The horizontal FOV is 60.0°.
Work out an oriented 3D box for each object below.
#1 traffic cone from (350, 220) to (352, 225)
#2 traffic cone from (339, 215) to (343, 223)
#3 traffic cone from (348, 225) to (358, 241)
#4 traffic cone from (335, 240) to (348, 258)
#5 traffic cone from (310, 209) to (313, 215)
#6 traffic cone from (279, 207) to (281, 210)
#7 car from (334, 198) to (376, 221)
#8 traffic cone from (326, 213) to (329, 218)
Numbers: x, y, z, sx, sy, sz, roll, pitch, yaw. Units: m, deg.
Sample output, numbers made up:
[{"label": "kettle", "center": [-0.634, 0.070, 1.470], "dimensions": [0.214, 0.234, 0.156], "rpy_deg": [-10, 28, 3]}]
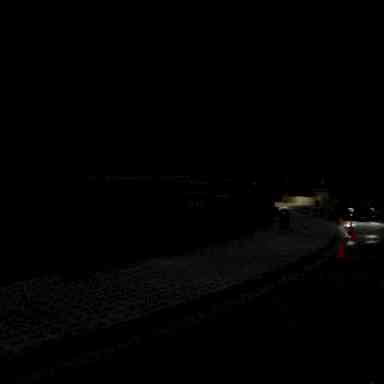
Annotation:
[{"label": "traffic cone", "center": [9.603, 2.000, 20.089], "dimensions": [0.340, 0.580, 0.340], "rpy_deg": [0, 0, 21]}, {"label": "traffic cone", "center": [10.999, 2.007, 24.590], "dimensions": [0.340, 0.580, 0.340], "rpy_deg": [0, 0, 14]}, {"label": "traffic cone", "center": [7.698, 1.997, 15.780], "dimensions": [0.340, 0.580, 0.340], "rpy_deg": [0, 0, 27]}, {"label": "traffic cone", "center": [5.272, 1.995, 11.736], "dimensions": [0.340, 0.580, 0.340], "rpy_deg": [-1, 0, 40]}, {"label": "traffic cone", "center": [12.198, 2.032, 33.921], "dimensions": [0.340, 0.580, 0.340], "rpy_deg": [0, 0, 1]}, {"label": "traffic cone", "center": [11.544, 2.071, 43.645], "dimensions": [0.340, 0.580, 0.340], "rpy_deg": [0, 0, -5]}, {"label": "car", "center": [13.422, 1.398, 27.694], "dimensions": [2.097, 1.767, 4.553], "rpy_deg": [0, 0, 8]}, {"label": "traffic cone", "center": [11.868, 2.018, 29.221], "dimensions": [0.340, 0.580, 0.340], "rpy_deg": [0, 0, 7]}]
